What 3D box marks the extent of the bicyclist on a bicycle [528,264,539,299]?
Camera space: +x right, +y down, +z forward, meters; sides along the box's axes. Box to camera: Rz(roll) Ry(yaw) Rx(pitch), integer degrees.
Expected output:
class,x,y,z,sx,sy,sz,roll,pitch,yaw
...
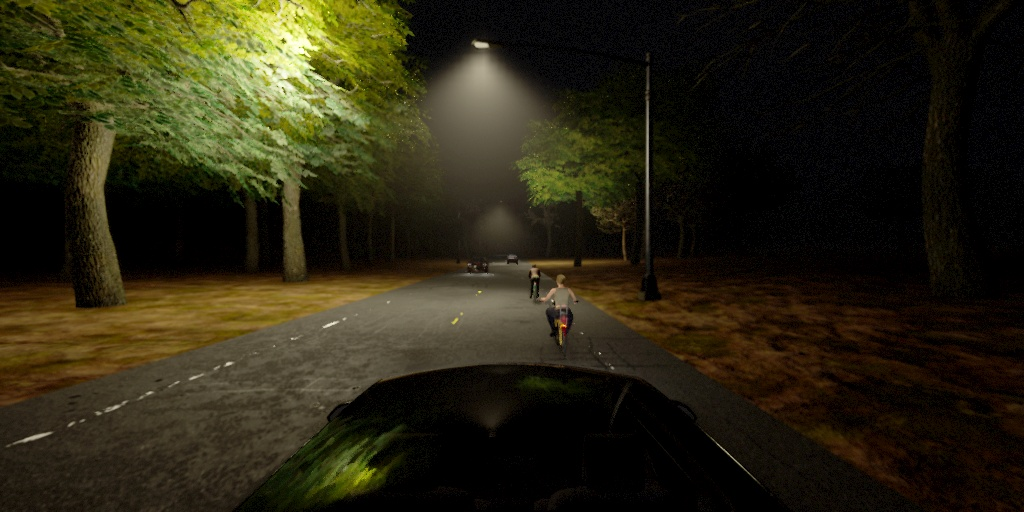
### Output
class,x,y,z,sx,sy,sz,roll,pitch,yaw
bicyclist on a bicycle,0.966,1.164,15.240,0.582,1.620,1.656,0,0,0

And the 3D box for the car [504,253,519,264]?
class,x,y,z,sx,sy,sz,roll,pitch,yaw
car,0.106,0.597,63.256,2.128,1.511,4.902,0,1,0

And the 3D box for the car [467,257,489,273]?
class,x,y,z,sx,sy,sz,roll,pitch,yaw
car,-3.595,0.900,38.784,2.097,1.767,4.553,0,1,0

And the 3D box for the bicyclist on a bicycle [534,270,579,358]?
class,x,y,z,sx,sy,sz,roll,pitch,yaw
bicyclist on a bicycle,1.004,1.182,7.480,0.866,1.612,1.509,0,0,0
